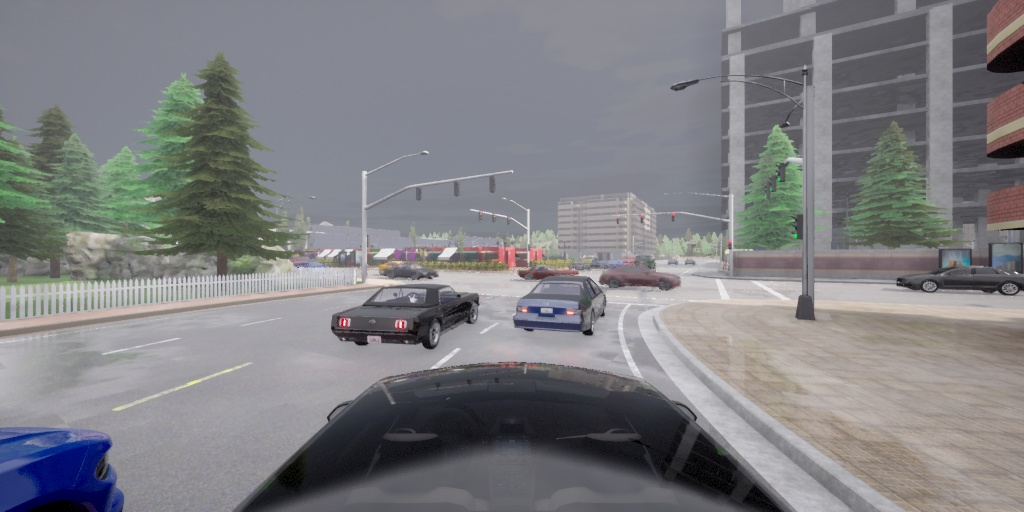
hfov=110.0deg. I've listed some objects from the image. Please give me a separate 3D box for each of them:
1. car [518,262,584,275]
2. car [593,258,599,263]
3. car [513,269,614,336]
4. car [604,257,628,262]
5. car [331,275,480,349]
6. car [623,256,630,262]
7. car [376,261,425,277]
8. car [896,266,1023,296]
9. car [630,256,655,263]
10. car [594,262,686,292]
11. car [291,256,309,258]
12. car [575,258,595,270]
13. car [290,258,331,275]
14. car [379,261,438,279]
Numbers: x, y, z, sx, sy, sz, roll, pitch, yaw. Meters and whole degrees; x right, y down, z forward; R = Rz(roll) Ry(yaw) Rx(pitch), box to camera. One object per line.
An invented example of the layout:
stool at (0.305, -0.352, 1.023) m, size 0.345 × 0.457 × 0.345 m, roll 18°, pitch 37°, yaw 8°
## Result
car at (2.944, 1.395, 28.479) m, size 4.718 × 1.301 × 1.895 m, roll 0°, pitch 0°, yaw 30°
car at (13.270, 1.351, 54.817) m, size 1.895 × 1.301 × 4.718 m, roll 0°, pitch 0°, yaw 30°
car at (1.655, 1.297, 10.576) m, size 2.033 × 1.411 × 5.357 m, roll 0°, pitch 0°, yaw 20°
car at (13.943, 1.228, 48.927) m, size 1.882 × 1.535 × 5.008 m, roll 0°, pitch 0°, yaw 30°
car at (-2.278, 1.351, 9.211) m, size 1.895 × 1.301 × 4.718 m, roll 0°, pitch 0°, yaw 11°
car at (18.721, 0.972, 57.301) m, size 2.150 × 2.045 × 5.566 m, roll 0°, pitch 0°, yaw 30°
car at (-11.456, 1.283, 36.797) m, size 5.008 × 1.535 × 1.882 m, roll 0°, pitch 0°, yaw 30°
car at (24.995, 1.310, 20.017) m, size 4.892 × 1.490 × 1.837 m, roll 0°, pitch 0°, yaw 30°
car at (18.080, 0.971, 48.688) m, size 2.150 × 2.045 × 5.566 m, roll 0°, pitch 0°, yaw 29°
car at (7.697, 1.296, 21.711) m, size 4.674 × 1.442 × 1.812 m, roll 0°, pitch 0°, yaw 30°
car at (-27.065, 1.027, 45.813) m, size 5.566 × 2.045 × 2.150 m, roll 0°, pitch 0°, yaw 30°
car at (8.939, 1.314, 47.202) m, size 1.994 × 1.385 × 4.181 m, roll 0°, pitch 0°, yaw 30°
car at (-21.386, 1.283, 38.489) m, size 5.008 × 1.535 × 1.882 m, roll 0°, pitch 0°, yaw 30°
car at (-8.843, 1.353, 31.128) m, size 5.357 × 1.411 × 2.033 m, roll 0°, pitch 0°, yaw 32°
